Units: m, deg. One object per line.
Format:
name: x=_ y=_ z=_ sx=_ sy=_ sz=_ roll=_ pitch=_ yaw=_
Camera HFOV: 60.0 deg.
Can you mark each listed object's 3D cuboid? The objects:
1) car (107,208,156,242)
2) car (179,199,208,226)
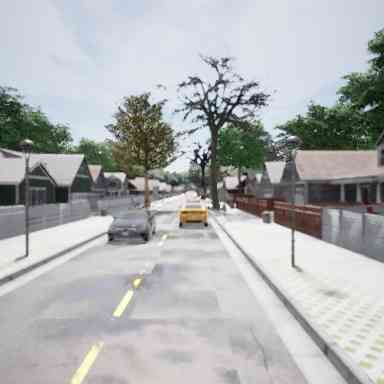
car: x=-2.847 y=1.542 z=16.568 sx=1.812 sy=1.442 sz=4.674 roll=0 pitch=0 yaw=0
car: x=0.102 y=1.503 z=23.744 sx=1.882 sy=1.535 sz=5.008 roll=0 pitch=0 yaw=0
